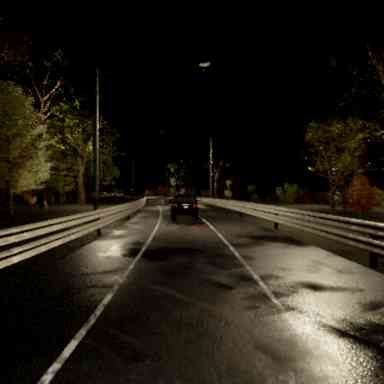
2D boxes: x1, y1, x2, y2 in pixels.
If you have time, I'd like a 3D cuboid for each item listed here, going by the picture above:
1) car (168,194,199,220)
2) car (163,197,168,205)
[{"bbox_3d":[-0.687,1.217,27.997,2.150,2.045,5.566,0,0,-5],"label":"car"},{"bbox_3d":[-3.778,1.504,56.495,2.033,1.411,5.357,0,0,-9],"label":"car"}]
